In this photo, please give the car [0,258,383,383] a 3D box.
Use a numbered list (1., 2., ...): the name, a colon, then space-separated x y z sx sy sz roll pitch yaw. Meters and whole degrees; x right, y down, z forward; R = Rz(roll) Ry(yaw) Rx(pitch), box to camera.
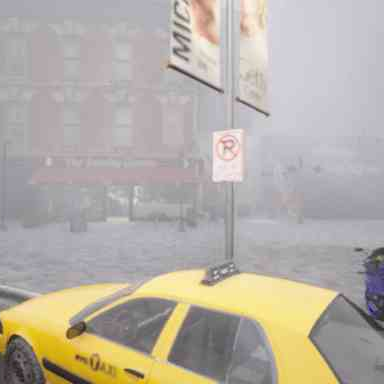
1. car: 0.021 1.449 3.270 5.366 1.575 1.801 0 0 35
